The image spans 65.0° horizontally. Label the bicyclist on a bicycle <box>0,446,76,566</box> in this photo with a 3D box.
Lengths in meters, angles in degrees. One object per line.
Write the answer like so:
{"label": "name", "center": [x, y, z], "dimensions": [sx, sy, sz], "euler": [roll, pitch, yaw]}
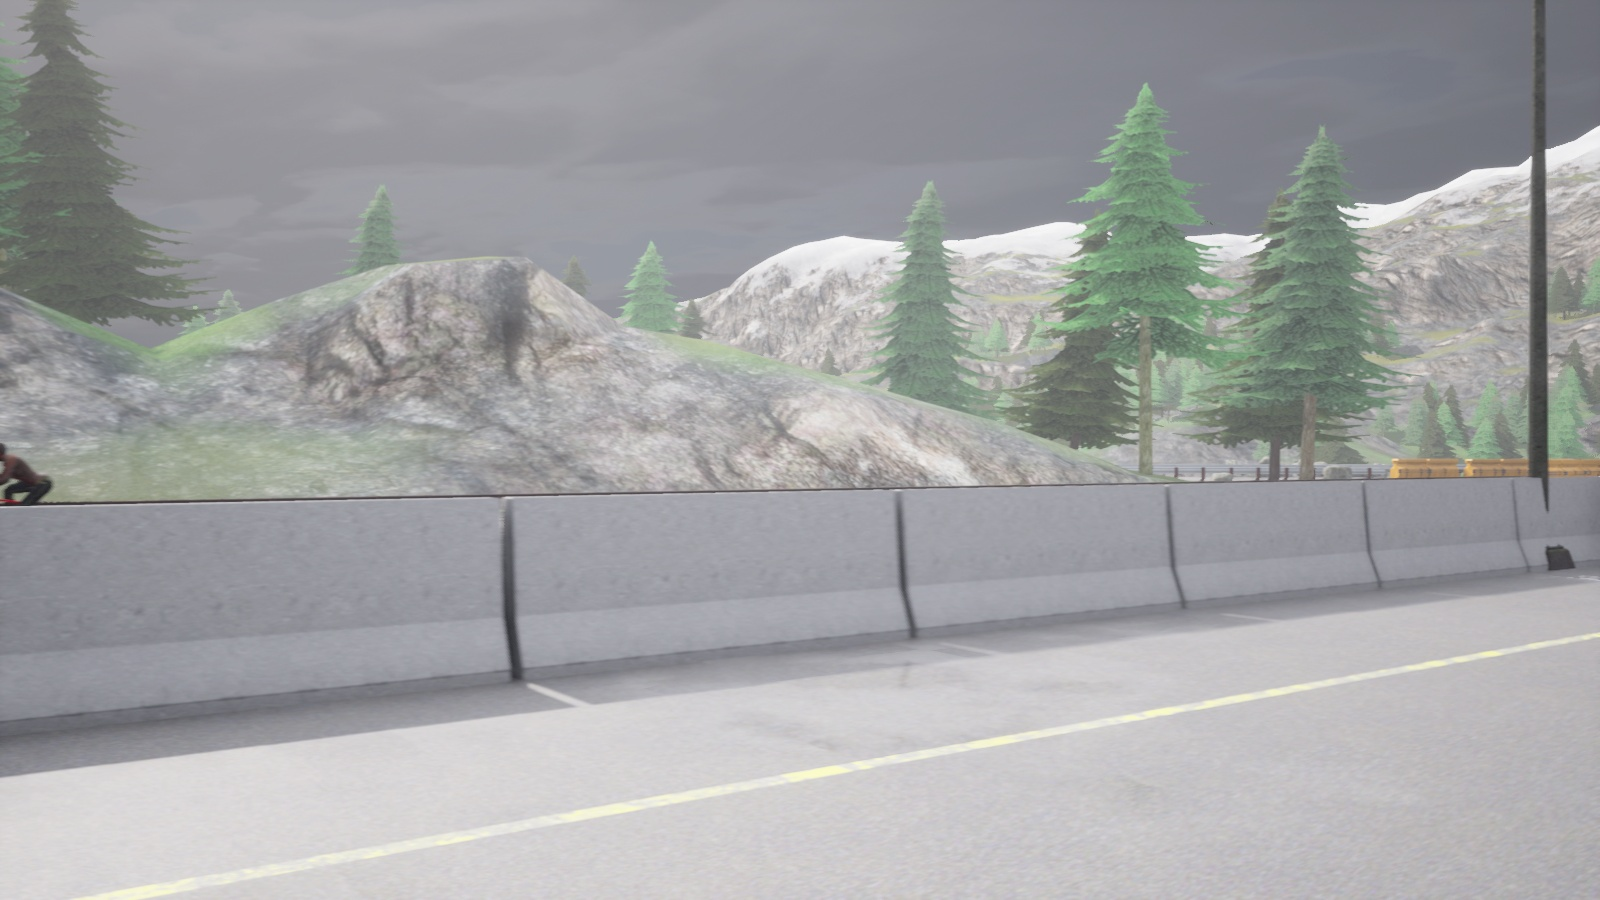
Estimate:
{"label": "bicyclist on a bicycle", "center": [-10.984, 0.763, 17.335], "dimensions": [1.656, 1.620, 0.582], "euler": [-1, 0, -35]}
